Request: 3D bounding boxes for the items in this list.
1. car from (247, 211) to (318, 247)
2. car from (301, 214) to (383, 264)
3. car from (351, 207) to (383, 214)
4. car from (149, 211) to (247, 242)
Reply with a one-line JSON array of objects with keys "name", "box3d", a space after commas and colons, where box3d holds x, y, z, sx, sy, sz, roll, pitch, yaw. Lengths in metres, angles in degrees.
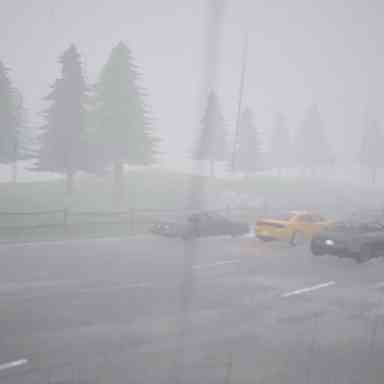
[{"name": "car", "box3d": [5.268, 1.665, 16.147, 5.008, 1.535, 1.882, 1, 0, -35]}, {"name": "car", "box3d": [6.406, 1.737, 12.670, 4.181, 1.385, 1.994, 1, 0, -35]}, {"name": "car", "box3d": [14.686, 1.946, 27.162, 4.181, 1.385, 1.994, 1, 0, -35]}, {"name": "car", "box3d": [0.513, 1.689, 17.094, 5.357, 1.411, 2.033, 1, -1, -35]}]
